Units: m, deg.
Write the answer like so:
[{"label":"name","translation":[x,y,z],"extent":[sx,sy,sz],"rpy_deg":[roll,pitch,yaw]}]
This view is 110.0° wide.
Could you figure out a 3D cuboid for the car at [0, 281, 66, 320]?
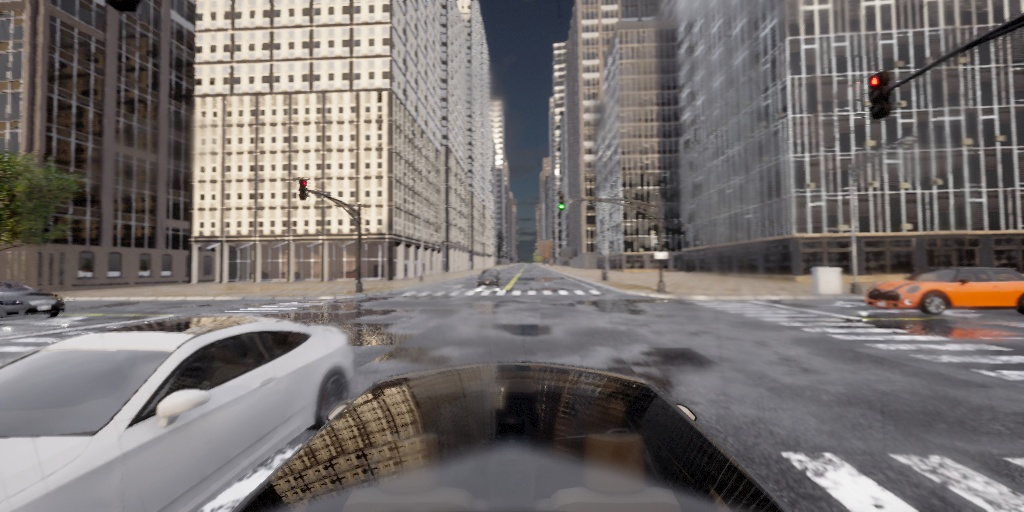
[{"label":"car","translation":[-19.810,1.687,13.553],"extent":[4.902,1.511,2.128],"rpy_deg":[-1,-2,5]}]

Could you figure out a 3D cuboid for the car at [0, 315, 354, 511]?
[{"label":"car","translation":[-3.082,1.331,3.025],"extent":[1.812,1.442,4.674],"rpy_deg":[-1,0,3]}]

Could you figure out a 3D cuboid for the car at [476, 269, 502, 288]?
[{"label":"car","translation":[-1.868,1.889,30.755],"extent":[1.837,1.490,4.892],"rpy_deg":[-1,-1,3]}]

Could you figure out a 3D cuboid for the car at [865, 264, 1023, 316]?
[{"label":"car","translation":[16.047,1.192,13.234],"extent":[4.553,1.767,2.097],"rpy_deg":[-1,-2,5]}]
